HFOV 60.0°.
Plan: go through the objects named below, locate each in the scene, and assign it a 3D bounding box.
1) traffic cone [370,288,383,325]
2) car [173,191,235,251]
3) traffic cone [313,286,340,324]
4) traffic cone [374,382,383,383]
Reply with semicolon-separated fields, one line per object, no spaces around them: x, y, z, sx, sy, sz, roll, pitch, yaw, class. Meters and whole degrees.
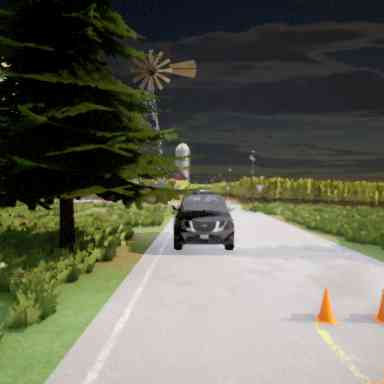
3.275;1.890;5.632;0.340;0.580;0.340;0;1;1;traffic cone
0.447;1.028;13.627;2.150;2.045;5.566;0;2;1;car
2.275;1.886;5.644;0.340;0.580;0.340;0;1;1;traffic cone
2.251;1.913;3.644;0.340;0.580;0.340;0;1;1;traffic cone
